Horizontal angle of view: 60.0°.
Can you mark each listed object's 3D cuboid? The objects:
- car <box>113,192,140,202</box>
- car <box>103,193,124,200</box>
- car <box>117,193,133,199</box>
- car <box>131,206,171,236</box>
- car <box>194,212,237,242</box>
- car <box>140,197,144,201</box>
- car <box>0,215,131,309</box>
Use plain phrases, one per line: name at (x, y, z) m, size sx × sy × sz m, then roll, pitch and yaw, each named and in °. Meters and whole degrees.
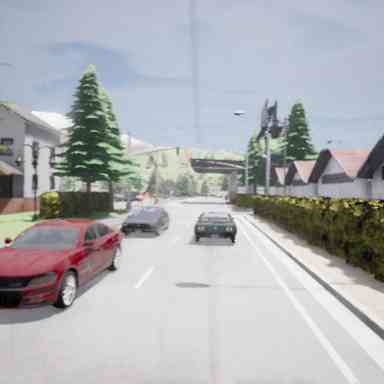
car at (-12.438, 0.885, 62.842) m, size 3.866 × 1.878 × 1.905 m, roll 1°, pitch 0°, yaw 4°
car at (-18.562, 1.009, 79.016) m, size 4.514 × 1.523 × 2.007 m, roll 1°, pitch 0°, yaw 4°
car at (-17.873, 1.044, 88.985) m, size 3.633 × 1.501 × 1.845 m, roll 1°, pitch 0°, yaw 4°
car at (-2.363, 1.512, 18.567) m, size 2.033 × 1.411 × 5.357 m, roll 1°, pitch 0°, yaw 4°
car at (1.170, 1.623, 16.529) m, size 1.895 × 1.301 × 4.718 m, roll 1°, pitch 0°, yaw 4°
car at (-11.617, 1.183, 66.120) m, size 3.806 × 1.475 × 1.970 m, roll 1°, pitch 0°, yaw 4°
car at (-3.121, 1.428, 8.019) m, size 1.882 × 1.535 × 5.008 m, roll 1°, pitch 0°, yaw 4°
